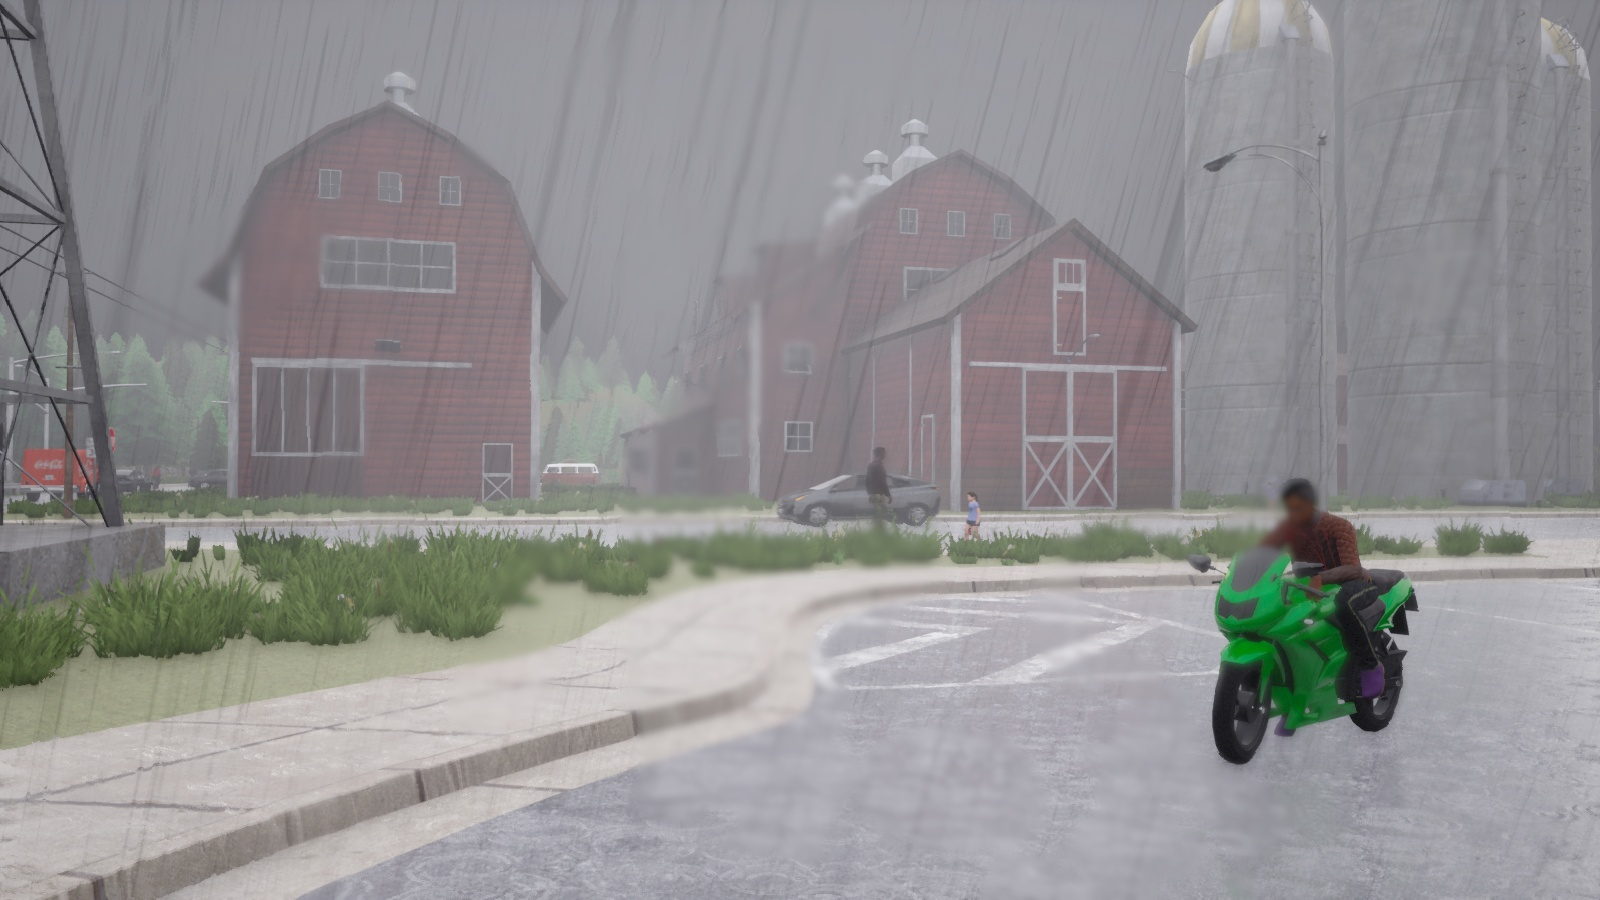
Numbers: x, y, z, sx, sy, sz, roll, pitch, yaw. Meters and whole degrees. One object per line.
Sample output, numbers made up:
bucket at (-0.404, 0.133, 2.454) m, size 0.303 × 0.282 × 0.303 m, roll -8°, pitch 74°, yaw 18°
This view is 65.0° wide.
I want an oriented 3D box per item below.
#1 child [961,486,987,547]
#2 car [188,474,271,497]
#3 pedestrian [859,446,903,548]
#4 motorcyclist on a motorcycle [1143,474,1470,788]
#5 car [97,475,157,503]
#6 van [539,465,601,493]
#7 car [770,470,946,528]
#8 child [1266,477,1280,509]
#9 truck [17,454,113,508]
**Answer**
child at (3.227, 1.227, 23.257) m, size 0.394 × 1.110 × 0.255 m, roll 0°, pitch -1°, yaw -30°
car at (-38.900, 2.389, 85.722) m, size 4.892 × 1.490 × 1.837 m, roll 0°, pitch -1°, yaw -15°
pedestrian at (1.485, 0.850, 23.064) m, size 0.703 × 1.840 × 0.431 m, roll 0°, pitch -1°, yaw -16°
motorcyclist on a motorcycle at (2.901, 0.904, 7.094) m, size 2.044 × 1.523 × 0.797 m, roll 1°, pitch -1°, yaw -39°
car at (-37.836, 2.155, 70.686) m, size 1.837 × 1.490 × 4.892 m, roll 0°, pitch -1°, yaw -14°
van at (-17.421, 2.174, 95.091) m, size 4.480 × 2.038 × 2.069 m, roll 0°, pitch -1°, yaw -15°
car at (1.585, 1.342, 35.066) m, size 4.514 × 1.525 × 2.007 m, roll 0°, pitch -1°, yaw -15°
child at (16.694, 1.525, 44.329) m, size 0.394 × 1.110 × 0.255 m, roll 0°, pitch -1°, yaw -16°
truck at (-35.317, 1.483, 60.529) m, size 2.627 × 2.467 × 5.204 m, roll 0°, pitch -1°, yaw -14°
